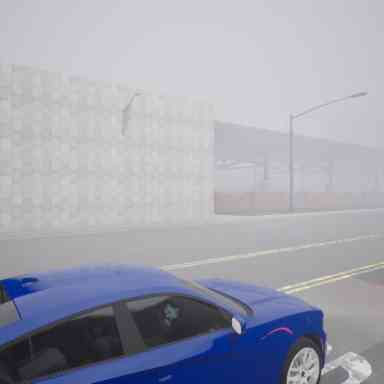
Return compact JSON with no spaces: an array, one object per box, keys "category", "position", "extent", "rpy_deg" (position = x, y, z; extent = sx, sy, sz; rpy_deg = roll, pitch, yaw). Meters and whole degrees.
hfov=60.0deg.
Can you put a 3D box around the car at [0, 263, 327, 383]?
[{"category":"car","position":[-0.683,1.478,3.262],"extent":[5.008,1.535,1.882],"rpy_deg":[0,0,-36]}]
